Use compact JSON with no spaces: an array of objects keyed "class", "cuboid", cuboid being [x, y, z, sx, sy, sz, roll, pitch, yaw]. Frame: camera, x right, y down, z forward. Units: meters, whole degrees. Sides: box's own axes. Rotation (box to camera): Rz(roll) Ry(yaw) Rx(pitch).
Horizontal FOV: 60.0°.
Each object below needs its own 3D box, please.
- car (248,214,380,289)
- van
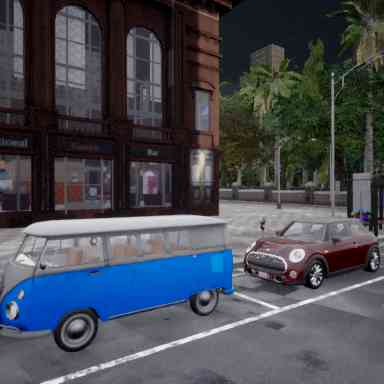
[{"class":"car","cuboid":[3.298,1.438,9.048,4.097,1.590,1.967,0,0,-36]},{"class":"van","cuboid":[-1.103,1.341,5.874,3.998,1.788,1.690,0,0,-36]}]
